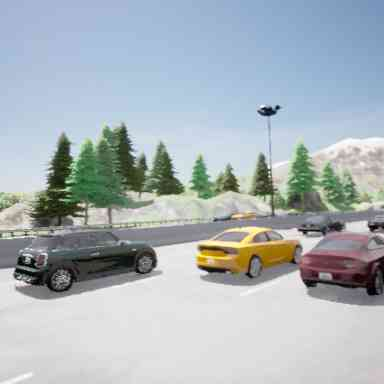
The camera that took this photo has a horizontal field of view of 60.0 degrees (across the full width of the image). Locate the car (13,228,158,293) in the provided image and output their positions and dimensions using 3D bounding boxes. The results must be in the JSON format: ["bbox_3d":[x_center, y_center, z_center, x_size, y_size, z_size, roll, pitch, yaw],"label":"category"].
[{"bbox_3d":[-3.321,2.024,11.201,2.097,1.767,4.553,-4,-4,42],"label":"car"}]

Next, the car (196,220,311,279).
[{"bbox_3d":[2.261,2.022,12.096,1.882,1.535,5.008,-4,-4,42],"label":"car"}]

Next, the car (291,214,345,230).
[{"bbox_3d":[10.061,2.518,25.661,2.033,1.411,5.357,-4,-4,44],"label":"car"}]

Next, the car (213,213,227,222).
[{"bbox_3d":[5.696,3.893,50.215,5.357,1.411,2.033,0,-4,-38],"label":"car"}]

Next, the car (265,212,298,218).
[{"bbox_3d":[12.113,3.262,41.928,5.357,1.411,2.033,0,-4,-38],"label":"car"}]

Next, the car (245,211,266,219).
[{"bbox_3d":[9.973,3.442,44.692,4.902,1.511,2.128,0,-4,-38],"label":"car"}]

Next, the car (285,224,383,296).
[{"bbox_3d":[4.737,1.872,9.632,1.812,1.442,4.674,-4,-4,43],"label":"car"}]

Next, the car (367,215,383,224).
[{"bbox_3d":[15.550,2.429,26.203,4.718,1.301,1.895,1,-4,-44],"label":"car"}]

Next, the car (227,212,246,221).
[{"bbox_3d":[7.830,3.509,47.461,5.008,1.535,1.882,0,-4,-38],"label":"car"}]
